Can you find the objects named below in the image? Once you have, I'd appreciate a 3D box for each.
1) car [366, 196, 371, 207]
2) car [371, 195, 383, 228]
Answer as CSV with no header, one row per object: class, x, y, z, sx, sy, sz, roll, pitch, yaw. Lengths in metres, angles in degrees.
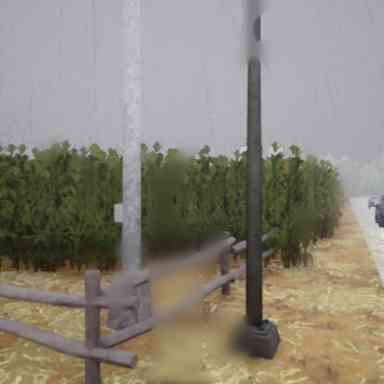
car,19.858,1.120,35.667,1.837,1.490,4.892,0,0,25
car,13.424,1.227,21.904,2.150,2.045,5.566,0,0,25
